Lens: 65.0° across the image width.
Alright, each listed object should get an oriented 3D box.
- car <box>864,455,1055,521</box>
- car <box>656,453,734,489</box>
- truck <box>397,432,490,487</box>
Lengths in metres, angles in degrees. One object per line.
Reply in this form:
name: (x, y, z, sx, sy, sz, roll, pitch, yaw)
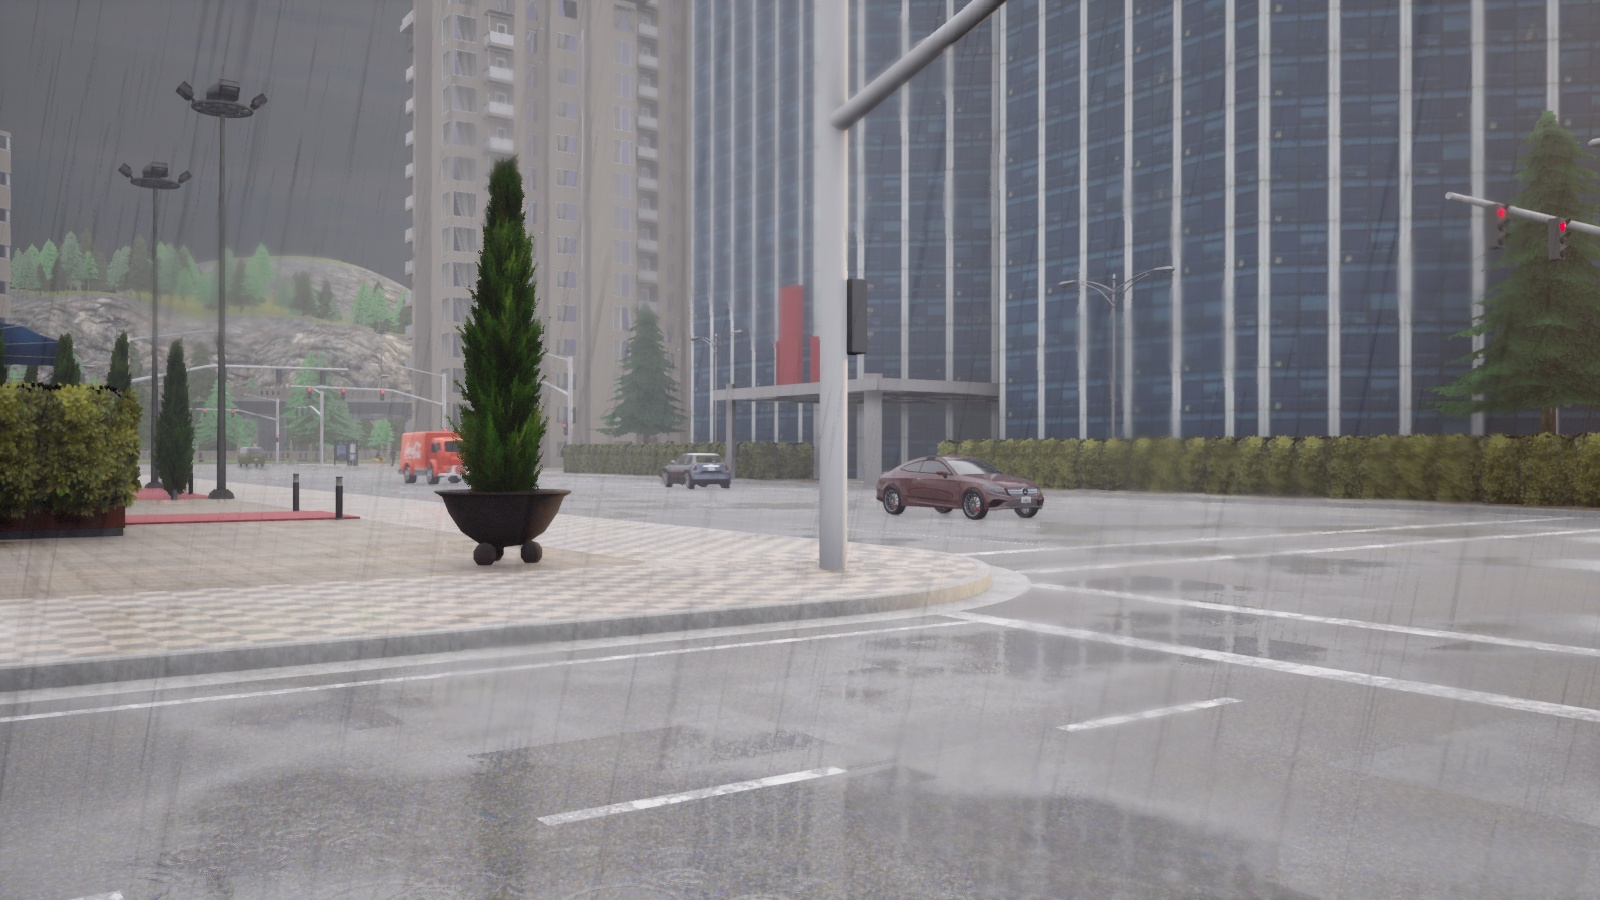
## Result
car: (3.690, 0.836, 29.837, 1.812, 1.442, 4.674, 0, 0, -35)
car: (-4.478, 0.850, 53.157, 1.970, 1.475, 3.806, 0, 0, -27)
truck: (-16.751, 0.437, 58.804, 2.627, 2.467, 5.204, 0, 0, -35)
